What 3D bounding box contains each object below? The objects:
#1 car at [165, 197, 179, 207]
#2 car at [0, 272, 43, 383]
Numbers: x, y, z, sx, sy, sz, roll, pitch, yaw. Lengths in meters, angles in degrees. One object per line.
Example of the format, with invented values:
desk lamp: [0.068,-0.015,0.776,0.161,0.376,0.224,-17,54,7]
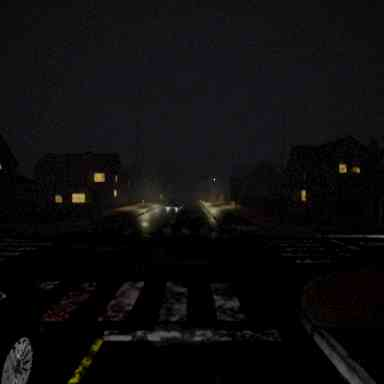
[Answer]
car: [-2.854,1.400,49.024,2.033,1.411,5.357,0,0,0]
car: [-2.754,1.480,2.165,2.128,1.511,4.902,0,0,0]
